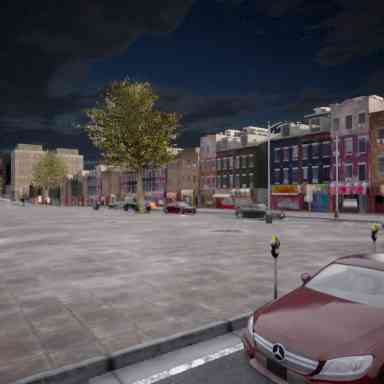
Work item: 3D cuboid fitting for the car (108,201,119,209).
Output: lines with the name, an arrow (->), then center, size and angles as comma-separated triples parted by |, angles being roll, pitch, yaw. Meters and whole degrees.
car -> -13.819, 2.395, 61.059 | 2.128, 1.511, 4.902 | 0, -1, -35

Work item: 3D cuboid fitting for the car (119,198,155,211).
car -> -8.018, 1.829, 47.996 | 2.150, 2.045, 5.566 | 0, -1, -35

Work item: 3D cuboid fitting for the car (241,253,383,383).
car -> 2.578, 1.582, 4.642 | 4.206, 1.307, 1.802 | 0, 0, -35

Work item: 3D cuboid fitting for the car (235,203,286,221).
car -> 5.784, 1.718, 28.661 | 1.837, 1.490, 4.892 | 0, -1, -36

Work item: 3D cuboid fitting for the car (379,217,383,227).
car -> 13.191, 1.666, 18.329 | 1.895, 1.301, 4.718 | 0, -1, -36

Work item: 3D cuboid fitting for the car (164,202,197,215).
car -> -1.419, 1.875, 38.719 | 1.882, 1.535, 5.008 | 0, -1, -35
